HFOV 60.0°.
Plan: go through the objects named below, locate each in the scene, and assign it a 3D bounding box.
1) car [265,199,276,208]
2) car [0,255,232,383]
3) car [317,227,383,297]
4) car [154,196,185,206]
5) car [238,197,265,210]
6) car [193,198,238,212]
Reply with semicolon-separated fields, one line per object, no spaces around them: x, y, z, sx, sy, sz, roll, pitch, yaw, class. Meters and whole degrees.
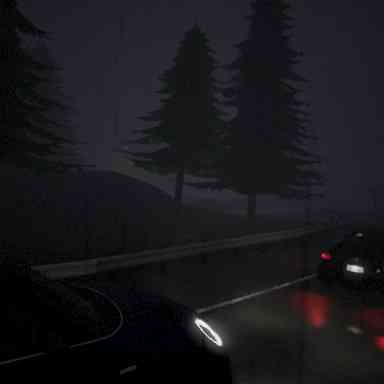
9.518;1.489;47.474;4.892;1.490;1.837;-1;0;35;car
-1.819;1.352;2.744;4.553;1.767;2.097;0;0;-36;car
4.878;1.560;8.219;4.181;1.385;1.994;0;0;-42;car
-3.556;1.397;56.584;5.008;1.535;1.882;0;0;35;car
6.226;1.512;41.244;4.674;1.442;1.812;0;0;35;car
2.504;1.461;39.557;5.008;1.535;1.882;0;0;35;car
